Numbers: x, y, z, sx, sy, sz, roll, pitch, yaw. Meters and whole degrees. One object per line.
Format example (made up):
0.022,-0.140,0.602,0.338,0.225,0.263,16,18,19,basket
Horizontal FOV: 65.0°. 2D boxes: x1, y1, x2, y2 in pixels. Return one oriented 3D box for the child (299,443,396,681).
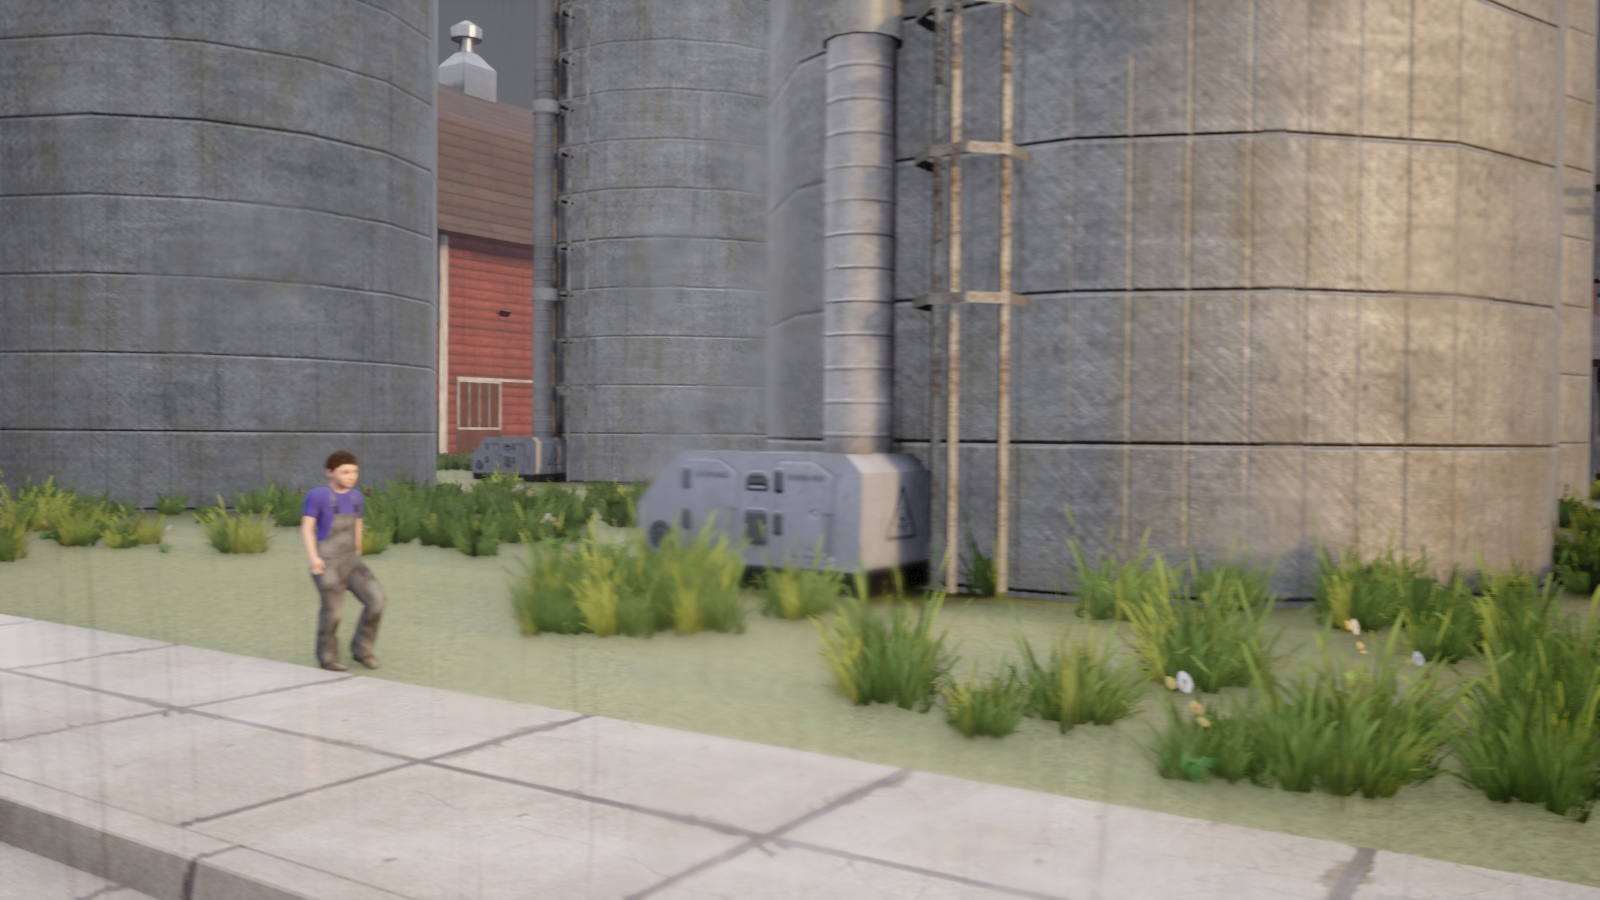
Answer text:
-2.484,0.594,6.895,0.437,1.263,0.270,0,1,32,child
